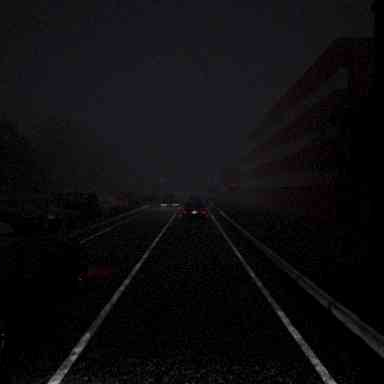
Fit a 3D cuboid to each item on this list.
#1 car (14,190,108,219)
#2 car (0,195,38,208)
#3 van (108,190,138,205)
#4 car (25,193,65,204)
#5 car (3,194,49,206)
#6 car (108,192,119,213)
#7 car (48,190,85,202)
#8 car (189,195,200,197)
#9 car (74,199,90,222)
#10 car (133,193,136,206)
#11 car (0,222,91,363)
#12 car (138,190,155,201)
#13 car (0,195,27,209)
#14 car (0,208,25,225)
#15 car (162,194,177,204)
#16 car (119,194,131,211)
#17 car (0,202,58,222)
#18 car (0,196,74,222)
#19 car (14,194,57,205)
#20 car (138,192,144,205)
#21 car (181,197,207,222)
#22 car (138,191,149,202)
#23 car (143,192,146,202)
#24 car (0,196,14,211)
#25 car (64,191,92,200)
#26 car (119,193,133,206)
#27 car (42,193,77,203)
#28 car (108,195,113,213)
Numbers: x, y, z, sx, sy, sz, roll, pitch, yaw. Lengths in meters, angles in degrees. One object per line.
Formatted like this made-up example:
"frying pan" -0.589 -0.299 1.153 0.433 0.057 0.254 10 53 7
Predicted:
"car" -9.303 1.068 23.968 5.566 2.045 2.435 0 1 0
"car" -21.834 1.138 40.877 4.792 1.488 2.163 0 1 0
"van" -9.353 0.881 40.921 4.442 1.987 1.878 0 1 0
"car" -21.783 1.003 49.348 4.892 1.521 2.231 0 1 0
"car" -21.794 1.073 43.701 5.008 1.535 2.097 0 1 0
"car" -9.293 1.123 29.621 4.553 1.767 2.185 0 1 0
"car" -21.744 0.641 57.691 5.566 2.045 2.435 0 1 0
"car" 0.300 1.050 42.810 2.033 1.411 5.357 0 7 1
"car" -9.283 1.394 21.146 4.674 1.452 2.002 0 1 0
"car" -9.240 1.182 38.099 4.674 1.452 2.002 0 1 0
"car" -3.344 1.536 5.806 2.033 1.411 5.357 0 0 0
"car" -9.200 0.928 55.051 5.008 1.535 2.097 0 1 0
"car" -21.816 1.145 37.929 5.008 1.535 2.097 0 1 0
"car" -9.297 1.500 12.670 4.674 1.452 2.002 0 1 0
"car" -3.099 1.006 46.844 1.837 1.490 4.892 0 -3 1
"car" -9.070 1.210 32.447 5.366 1.575 1.946 0 1 0
"car" -9.288 1.425 15.495 5.008 1.535 2.097 0 1 0
"car" -9.318 1.264 18.319 4.553 1.767 2.185 0 1 0
"car" -21.788 1.037 46.524 5.008 1.535 2.097 0 1 0
"car" -9.201 1.101 43.750 4.792 1.488 2.163 0 1 0
"car" 0.170 1.391 24.977 2.033 1.411 5.357 0 1 0
"car" -9.215 1.041 49.401 4.674 1.452 2.002 0 1 0
"car" -9.227 1.077 46.575 4.674 1.452 2.002 0 1 0
"car" -21.813 1.180 35.106 5.008 1.535 2.097 0 1 0
"car" -21.697 0.678 63.472 4.553 1.767 2.185 0 0 0
"car" -9.435 1.175 35.274 5.366 1.575 1.946 0 1 0
"car" -21.785 0.930 54.994 4.892 1.521 2.231 0 1 0
"car" -9.453 1.281 26.797 5.366 1.575 1.946 0 1 0
